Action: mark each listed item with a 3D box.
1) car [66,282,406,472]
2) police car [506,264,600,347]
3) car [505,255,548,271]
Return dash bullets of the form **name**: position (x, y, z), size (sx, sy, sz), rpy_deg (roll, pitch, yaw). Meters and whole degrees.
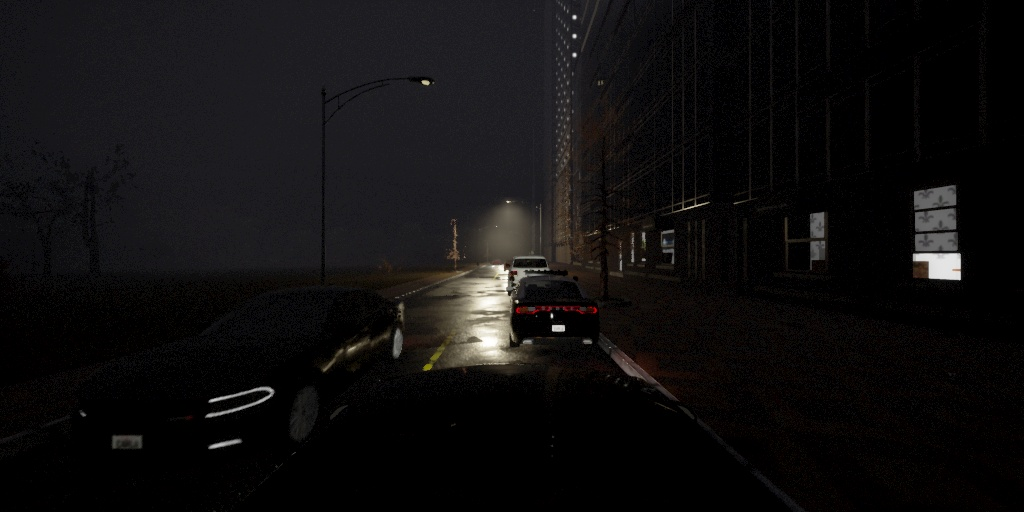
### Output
- **car**: position (-3.108, 1.228, 5.391), size (1.882, 1.535, 5.008), rpy_deg (0, 0, 0)
- **police car**: position (0.881, 1.175, 9.430), size (1.930, 1.638, 5.238), rpy_deg (0, 0, 0)
- **car**: position (0.857, 0.975, 19.351), size (2.150, 2.045, 5.566), rpy_deg (0, 0, 0)
